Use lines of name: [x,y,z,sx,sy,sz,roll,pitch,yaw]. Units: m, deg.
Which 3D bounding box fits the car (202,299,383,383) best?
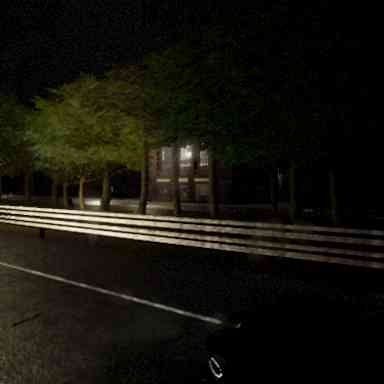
car: [2.393,1.482,2.286,5.008,1.535,1.882,0,0,35]
